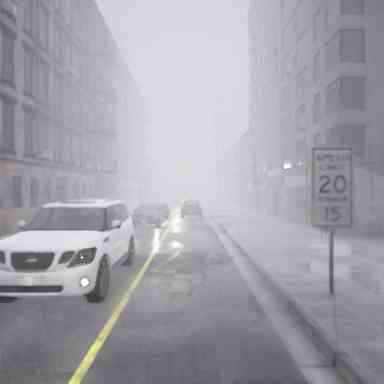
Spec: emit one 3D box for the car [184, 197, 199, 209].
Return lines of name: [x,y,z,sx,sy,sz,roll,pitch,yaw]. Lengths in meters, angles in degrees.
car: [-0.087,1.489,45.563,1.882,1.535,5.008,0,0,0]

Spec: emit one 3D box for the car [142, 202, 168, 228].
car: [-2.896,1.526,22.620,1.812,1.442,4.674,0,0,0]

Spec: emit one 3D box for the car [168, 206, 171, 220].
car: [-2.839,1.578,28.250,1.994,1.385,4.181,0,0,0]

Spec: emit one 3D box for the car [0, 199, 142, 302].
car: [-2.875,1.222,8.599,2.150,2.045,5.566,0,0,0]

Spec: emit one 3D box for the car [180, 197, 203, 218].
car: [-0.032,1.492,29.801,2.128,1.511,4.902,0,0,0]
